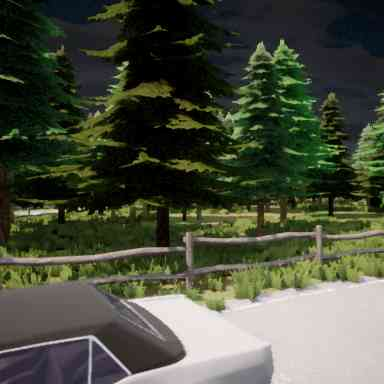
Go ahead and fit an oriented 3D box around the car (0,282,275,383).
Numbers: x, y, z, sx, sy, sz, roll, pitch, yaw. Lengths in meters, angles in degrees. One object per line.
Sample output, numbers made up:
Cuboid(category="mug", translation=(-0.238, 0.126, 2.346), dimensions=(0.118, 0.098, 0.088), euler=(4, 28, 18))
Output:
Cuboid(category="car", translation=(-1.697, 1.601, 2.702), dimensions=(4.718, 1.301, 1.895), euler=(0, 0, -30))
